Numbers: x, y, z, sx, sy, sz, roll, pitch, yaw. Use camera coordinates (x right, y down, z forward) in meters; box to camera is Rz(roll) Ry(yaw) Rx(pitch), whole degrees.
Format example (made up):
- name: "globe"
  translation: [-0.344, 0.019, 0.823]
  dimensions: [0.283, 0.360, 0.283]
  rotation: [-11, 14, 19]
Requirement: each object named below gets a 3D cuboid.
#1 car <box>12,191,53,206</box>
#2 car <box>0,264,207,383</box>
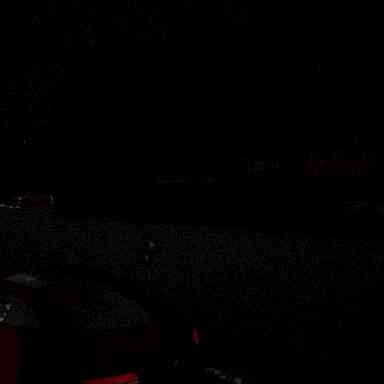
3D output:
- name: "car"
  translation: [-19.795, 0.763, 41.361]
  dimensions: [2.097, 1.767, 4.553]
  rotation: [1, 2, 35]
- name: "car"
  translation: [-1.791, 1.581, 4.077]
  dimensions: [4.206, 1.307, 1.802]
  rotation: [0, 1, 36]
